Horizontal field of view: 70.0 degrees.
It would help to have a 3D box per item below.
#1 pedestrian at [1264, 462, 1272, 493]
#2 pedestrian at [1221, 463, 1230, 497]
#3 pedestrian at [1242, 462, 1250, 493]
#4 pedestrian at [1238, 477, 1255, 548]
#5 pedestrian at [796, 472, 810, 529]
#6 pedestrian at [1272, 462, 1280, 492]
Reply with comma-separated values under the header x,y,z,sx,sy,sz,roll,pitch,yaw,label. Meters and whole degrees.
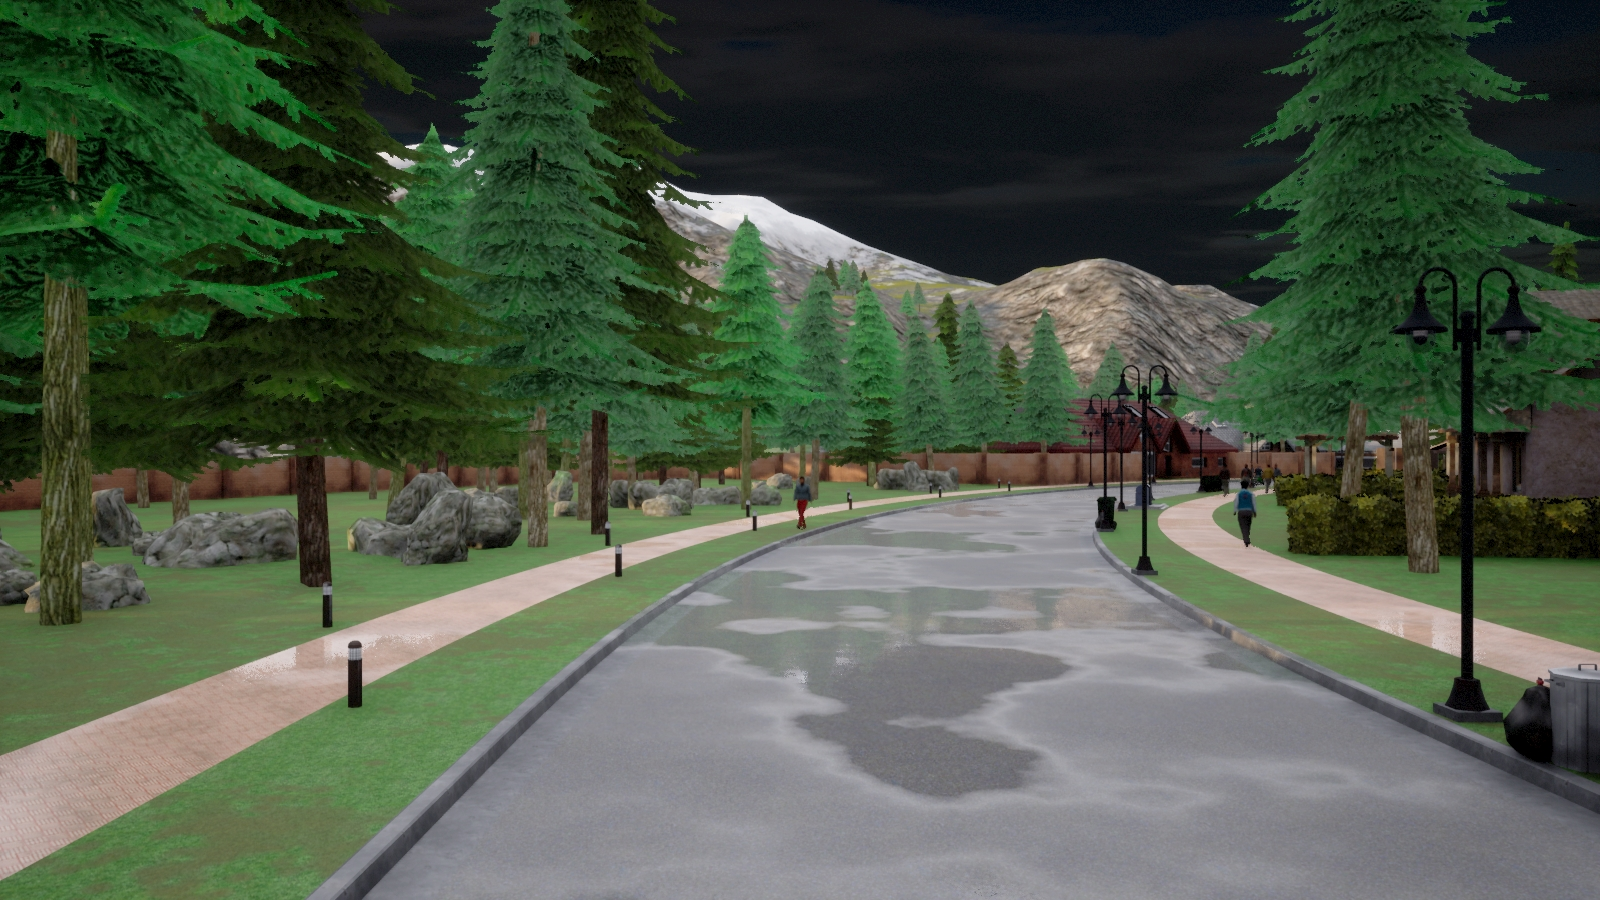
x,y,z,sx,sy,sz,roll,pitch,yaw,label
28.354,1.662,69.262,0.375,1.860,0.375,0,0,34,pedestrian
23.703,1.663,63.657,0.375,1.860,0.375,0,0,38,pedestrian
27.023,1.663,69.220,0.375,1.860,0.375,0,0,31,pedestrian
11.951,1.664,30.586,0.375,1.860,0.375,0,0,14,pedestrian
0.092,1.665,37.552,0.375,1.860,0.375,0,0,16,pedestrian
29.522,1.663,70.840,0.375,1.860,0.375,0,0,44,pedestrian
